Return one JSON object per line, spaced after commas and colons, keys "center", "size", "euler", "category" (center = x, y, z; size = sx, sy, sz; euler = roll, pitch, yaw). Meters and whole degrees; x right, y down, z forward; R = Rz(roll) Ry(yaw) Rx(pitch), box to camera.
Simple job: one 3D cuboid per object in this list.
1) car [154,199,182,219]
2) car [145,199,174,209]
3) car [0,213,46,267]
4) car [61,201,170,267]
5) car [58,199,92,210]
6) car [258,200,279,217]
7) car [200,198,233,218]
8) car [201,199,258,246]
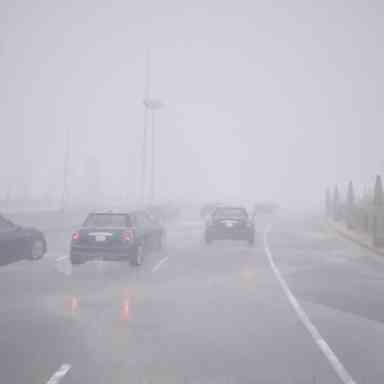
{"center": [-2.306, 1.563, 27.172], "size": [1.837, 1.490, 4.892], "euler": [0, 0, 17], "category": "car"}
{"center": [-4.645, 1.702, 48.464], "size": [1.812, 1.442, 4.674], "euler": [0, -1, 30], "category": "car"}
{"center": [-6.148, 1.343, 9.467], "size": [2.097, 1.767, 4.553], "euler": [0, 0, 6], "category": "car"}
{"center": [-2.343, 1.359, 11.661], "size": [2.097, 1.767, 4.553], "euler": [0, 0, 8], "category": "car"}
{"center": [-13.208, 1.576, 38.575], "size": [1.882, 1.535, 5.008], "euler": [0, 0, 22], "category": "car"}
{"center": [7.460, 1.577, 33.195], "size": [1.882, 1.535, 5.008], "euler": [0, 0, 23], "category": "car"}
{"center": [2.118, 1.579, 29.289], "size": [1.837, 1.490, 4.892], "euler": [0, 0, 20], "category": "car"}
{"center": [1.932, 1.381, 15.832], "size": [2.097, 1.767, 4.553], "euler": [0, 0, 11], "category": "car"}
